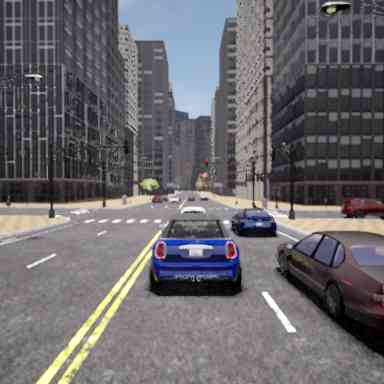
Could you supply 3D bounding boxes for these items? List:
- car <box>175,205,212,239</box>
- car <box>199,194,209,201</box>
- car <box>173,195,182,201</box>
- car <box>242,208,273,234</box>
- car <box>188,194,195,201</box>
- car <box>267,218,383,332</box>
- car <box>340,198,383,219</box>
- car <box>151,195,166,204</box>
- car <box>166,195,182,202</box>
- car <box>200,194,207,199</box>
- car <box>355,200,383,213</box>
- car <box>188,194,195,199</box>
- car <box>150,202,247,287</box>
[{"bbox_3d":[0.066,1.517,18.330,1.812,1.442,4.674,0,0,0],"label":"car"},{"bbox_3d":[3.093,1.518,81.389,1.895,1.301,4.718,0,0,0],"label":"car"},{"bbox_3d":[-3.404,1.472,79.620,2.033,1.411,5.357,0,0,0],"label":"car"},{"bbox_3d":[3.314,1.556,18.384,1.994,1.385,4.181,0,0,0],"label":"car"},{"bbox_3d":[-0.156,1.463,80.938,2.033,1.411,5.357,0,0,0],"label":"car"},{"bbox_3d":[3.347,1.545,7.154,2.033,1.411,5.357,0,0,-1],"label":"car"},{"bbox_3d":[16.144,1.521,30.180,5.009,1.841,2.192,1,0,1],"label":"car"},{"bbox_3d":[-6.650,1.430,64.128,1.882,1.535,5.008,0,0,0],"label":"car"},{"bbox_3d":[-3.398,1.478,64.152,1.812,1.442,4.674,0,0,0],"label":"car"},{"bbox_3d":[3.073,1.272,91.361,1.812,1.442,4.674,0,0,0],"label":"car"},{"bbox_3d":[21.736,1.645,38.477,4.829,1.417,1.752,1,0,1],"label":"car"},{"bbox_3d":[-0.177,1.272,91.355,1.812,1.442,4.674,0,0,0],"label":"car"},{"bbox_3d":[0.083,1.350,9.471,2.097,1.767,4.553,0,0,0],"label":"car"}]
